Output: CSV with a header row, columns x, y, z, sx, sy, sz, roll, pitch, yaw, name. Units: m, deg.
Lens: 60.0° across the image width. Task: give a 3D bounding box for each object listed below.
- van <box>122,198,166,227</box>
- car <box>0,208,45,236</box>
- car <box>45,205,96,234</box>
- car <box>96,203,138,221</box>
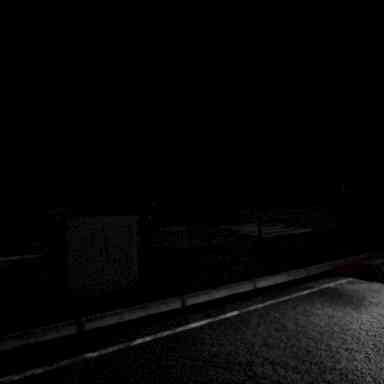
x,y,z,sx,sy,sz,roll,pitch,yaw,name
-3.548,1.436,24.081,1.878,1.987,4.442,1,0,-36,van
-10.402,1.632,19.350,2.163,1.488,4.792,0,0,-36,car
-8.021,1.619,20.791,1.946,1.575,5.366,1,0,-36,car
-5.889,1.671,22.584,2.163,1.488,4.792,1,0,-36,car
